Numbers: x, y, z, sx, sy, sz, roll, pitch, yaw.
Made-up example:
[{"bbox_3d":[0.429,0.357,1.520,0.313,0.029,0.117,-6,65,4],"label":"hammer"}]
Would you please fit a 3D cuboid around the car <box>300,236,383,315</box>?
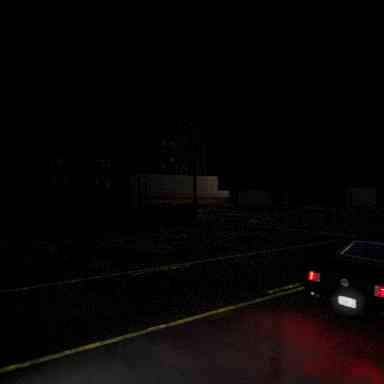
[{"bbox_3d":[4.462,1.601,7.021,4.718,1.301,1.895,0,0,-36],"label":"car"}]
